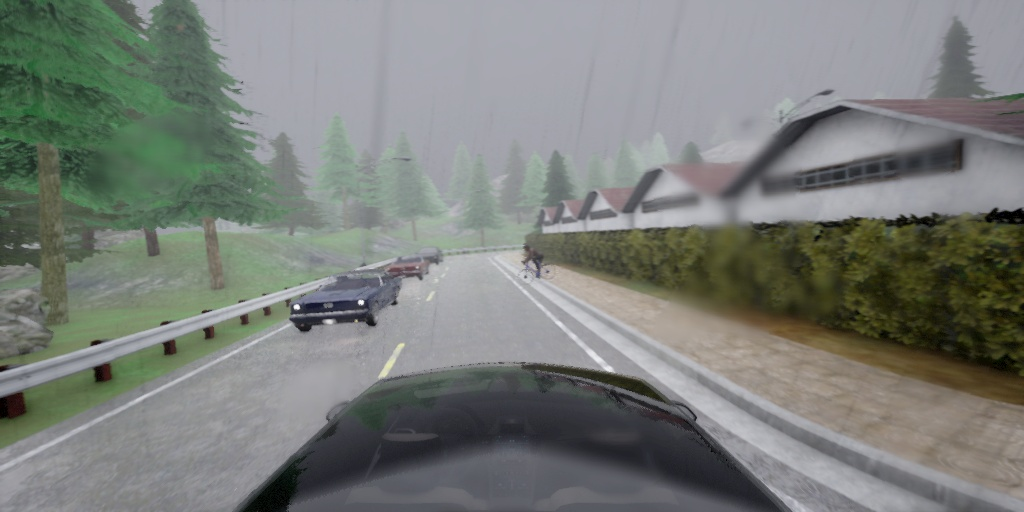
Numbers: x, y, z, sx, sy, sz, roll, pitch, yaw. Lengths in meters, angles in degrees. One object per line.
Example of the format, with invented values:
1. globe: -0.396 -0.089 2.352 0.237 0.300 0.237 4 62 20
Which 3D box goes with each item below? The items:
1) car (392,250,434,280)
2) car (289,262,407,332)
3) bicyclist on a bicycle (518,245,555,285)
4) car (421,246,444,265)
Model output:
1. car: -5.847 0.608 20.488 1.895 1.301 4.718 -4 3 -7
2. car: -4.581 1.124 10.594 1.895 1.301 4.718 -4 3 -7
3. bicyclist on a bicycle: 0.931 0.318 14.976 1.656 1.620 0.582 -13 5 -6
4. car: -7.064 -0.063 30.862 1.882 1.535 5.008 -3 3 -5
